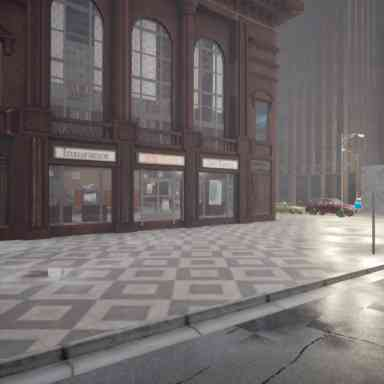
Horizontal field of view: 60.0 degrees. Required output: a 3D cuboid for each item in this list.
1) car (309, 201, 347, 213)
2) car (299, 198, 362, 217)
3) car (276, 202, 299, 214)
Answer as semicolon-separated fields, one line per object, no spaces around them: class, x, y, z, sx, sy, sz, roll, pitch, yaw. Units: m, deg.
car;17.595;1.900;43.091;1.802;1.307;4.206;-1;0;-35
car;13.884;1.524;33.570;2.192;1.841;5.009;0;0;-35
car;10.737;1.800;38.023;1.752;1.417;4.829;0;0;-35
